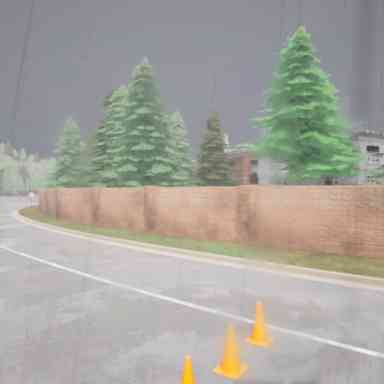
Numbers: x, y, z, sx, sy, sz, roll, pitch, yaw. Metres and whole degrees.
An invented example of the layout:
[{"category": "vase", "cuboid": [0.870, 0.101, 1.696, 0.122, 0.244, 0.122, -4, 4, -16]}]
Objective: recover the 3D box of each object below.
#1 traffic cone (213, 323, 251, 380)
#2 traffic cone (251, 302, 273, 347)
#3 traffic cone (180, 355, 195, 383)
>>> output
[{"category": "traffic cone", "cuboid": [0.489, 1.973, 4.239, 0.340, 0.580, 0.340, 0, 0, 32]}, {"category": "traffic cone", "cuboid": [1.025, 1.978, 5.083, 0.340, 0.580, 0.340, 0, 0, 32]}, {"category": "traffic cone", "cuboid": [-0.047, 1.969, 3.394, 0.340, 0.580, 0.340, 0, 0, 32]}]
